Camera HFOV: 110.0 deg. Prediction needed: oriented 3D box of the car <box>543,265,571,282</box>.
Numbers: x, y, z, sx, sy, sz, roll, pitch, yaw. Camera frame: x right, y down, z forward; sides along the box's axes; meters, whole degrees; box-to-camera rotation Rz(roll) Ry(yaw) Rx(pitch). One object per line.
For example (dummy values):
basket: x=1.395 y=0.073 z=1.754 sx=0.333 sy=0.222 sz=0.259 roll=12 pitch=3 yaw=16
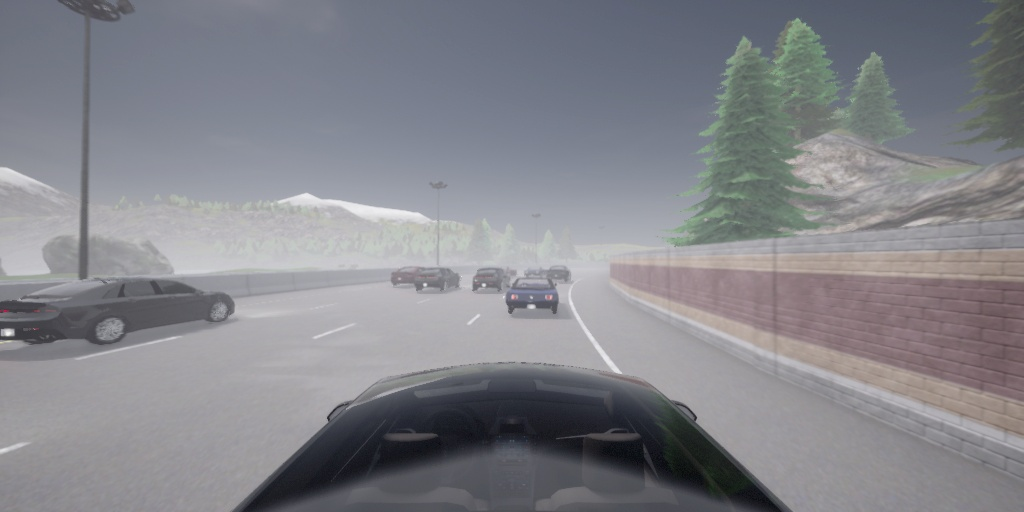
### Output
car: x=4.531 y=1.617 z=34.053 sx=1.882 sy=1.535 sz=5.008 roll=0 pitch=-1 yaw=15

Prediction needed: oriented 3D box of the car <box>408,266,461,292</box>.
car: x=-4.823 y=1.505 z=23.929 sx=1.837 sy=1.490 sz=4.892 roll=0 pitch=-1 yaw=9

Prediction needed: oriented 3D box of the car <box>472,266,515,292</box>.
car: x=-1.279 y=1.513 z=23.914 sx=1.837 sy=1.490 sz=4.892 roll=0 pitch=-1 yaw=9

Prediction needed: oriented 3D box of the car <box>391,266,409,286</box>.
car: x=-7.586 y=1.522 z=28.148 sx=1.882 sy=1.535 sz=5.008 roll=0 pitch=-1 yaw=11

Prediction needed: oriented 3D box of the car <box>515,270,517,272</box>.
car: x=-0.816 y=1.809 z=40.839 sx=1.895 sy=1.301 sz=4.718 roll=0 pitch=-1 yaw=17

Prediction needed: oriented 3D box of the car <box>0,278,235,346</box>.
car: x=-10.022 y=1.327 z=9.664 sx=1.837 sy=1.490 sz=4.892 roll=0 pitch=-1 yaw=3

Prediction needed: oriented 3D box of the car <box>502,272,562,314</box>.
car: x=0.925 y=1.506 z=14.759 sx=1.895 sy=1.301 sz=4.718 roll=0 pitch=-1 yaw=6

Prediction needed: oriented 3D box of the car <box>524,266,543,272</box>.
car: x=2.839 y=1.817 z=40.838 sx=1.895 sy=1.301 sz=4.718 roll=0 pitch=-1 yaw=17
